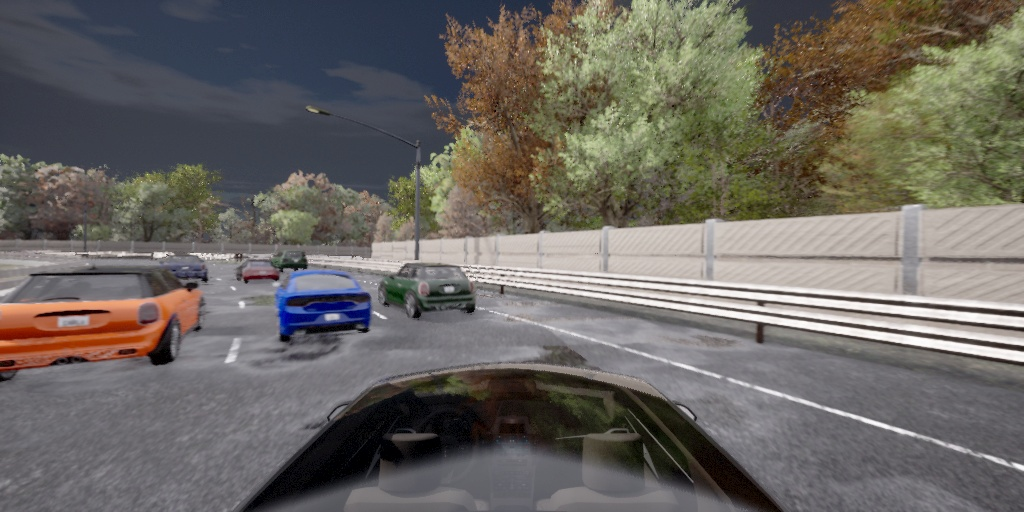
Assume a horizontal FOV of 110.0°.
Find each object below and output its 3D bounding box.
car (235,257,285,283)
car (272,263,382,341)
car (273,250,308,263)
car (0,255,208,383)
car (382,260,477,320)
[{"bbox_3d":[-16.691,0.946,23.490,1.994,1.385,4.181,1,0,-44],"label":"car"},{"bbox_3d":[-5.192,1.107,9.638,1.882,1.535,5.008,1,0,-34],"label":"car"},{"bbox_3d":[-20.634,0.491,33.272,2.150,2.045,5.566,1,0,-42],"label":"car"},{"bbox_3d":[-7.674,0.958,7.071,2.097,1.767,4.553,1,0,-34],"label":"car"},{"bbox_3d":[-3.096,0.996,12.567,2.097,1.767,4.553,1,0,-35],"label":"car"}]
